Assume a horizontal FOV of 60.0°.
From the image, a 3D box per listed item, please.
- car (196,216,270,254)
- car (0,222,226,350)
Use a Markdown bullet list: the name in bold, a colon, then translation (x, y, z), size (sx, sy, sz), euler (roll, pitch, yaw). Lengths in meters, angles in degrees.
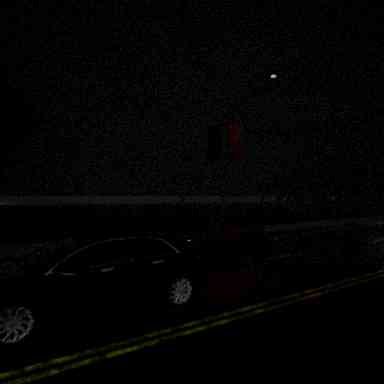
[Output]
- **car**: translation (0.960, 1.604, 12.363), size (4.181, 1.385, 1.994), euler (0, 0, -36)
- **car**: translation (-1.873, 1.515, 6.342), size (4.892, 1.490, 1.837), euler (0, 0, -36)
